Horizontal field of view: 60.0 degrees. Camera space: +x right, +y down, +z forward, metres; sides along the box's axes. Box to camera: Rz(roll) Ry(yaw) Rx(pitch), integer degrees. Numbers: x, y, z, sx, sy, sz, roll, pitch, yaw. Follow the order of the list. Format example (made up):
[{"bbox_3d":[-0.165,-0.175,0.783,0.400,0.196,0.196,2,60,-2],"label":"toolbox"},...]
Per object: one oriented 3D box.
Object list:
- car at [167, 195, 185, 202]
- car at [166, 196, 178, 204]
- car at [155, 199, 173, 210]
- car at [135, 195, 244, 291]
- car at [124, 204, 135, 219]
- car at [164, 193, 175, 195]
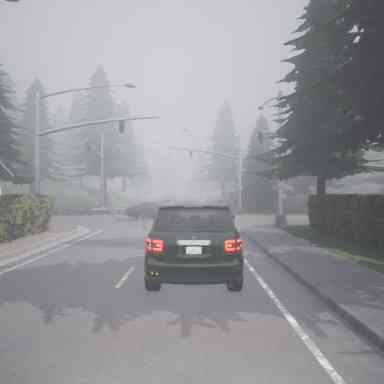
[{"bbox_3d":[-3.631,1.524,74.067,1.812,1.442,4.674,0,0,-35],"label":"car"},{"bbox_3d":[-3.956,1.505,64.287,1.837,1.490,4.892,0,0,-8],"label":"car"},{"bbox_3d":[-3.650,1.601,43.949,1.895,1.301,4.718,0,0,0],"label":"car"},{"bbox_3d":[0.052,1.221,9.118,2.150,2.045,5.566,0,0,0],"label":"car"},{"bbox_3d":[-3.217,1.519,27.485,4.674,1.442,1.812,0,1,-28],"label":"car"},{"bbox_3d":[-3.654,1.221,53.858,2.150,2.045,5.566,0,0,-1],"label":"car"}]
